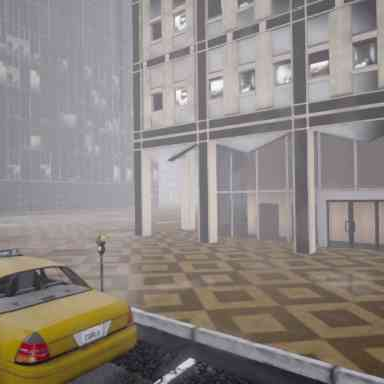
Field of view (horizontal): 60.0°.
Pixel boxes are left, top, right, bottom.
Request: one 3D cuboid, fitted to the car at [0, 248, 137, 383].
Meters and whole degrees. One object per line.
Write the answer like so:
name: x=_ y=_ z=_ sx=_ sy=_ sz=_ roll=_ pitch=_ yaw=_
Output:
car: x=-2.971 y=1.531 z=5.008 sx=4.829 sy=1.417 sz=1.752 roll=0 pitch=-1 yaw=36
